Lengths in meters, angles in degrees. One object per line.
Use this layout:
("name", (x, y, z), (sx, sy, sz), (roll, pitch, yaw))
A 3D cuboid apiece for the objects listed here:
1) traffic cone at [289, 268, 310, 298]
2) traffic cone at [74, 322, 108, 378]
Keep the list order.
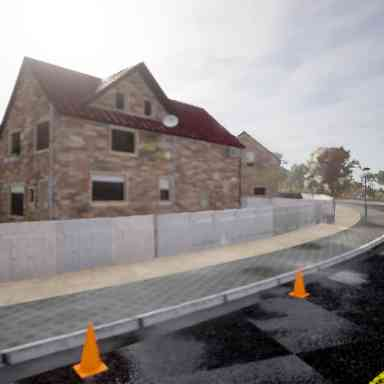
("traffic cone", (2.387, 1.981, 7.375), (0.340, 0.580, 0.340), (0, 0, -42))
("traffic cone", (-1.307, 1.987, 4.300), (0.340, 0.580, 0.340), (0, 0, -38))
